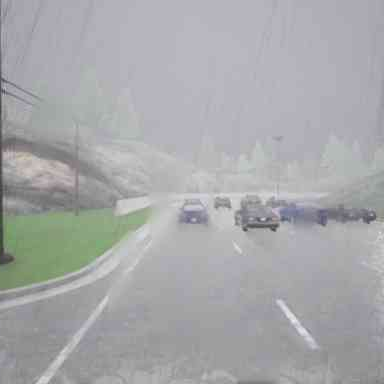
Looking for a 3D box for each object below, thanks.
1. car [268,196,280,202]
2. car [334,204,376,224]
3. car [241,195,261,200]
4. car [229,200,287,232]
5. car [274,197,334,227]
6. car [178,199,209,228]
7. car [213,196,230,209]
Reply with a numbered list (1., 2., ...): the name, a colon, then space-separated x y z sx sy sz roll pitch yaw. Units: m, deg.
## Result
1. car: 10.619 1.272 41.744 1.812 1.442 4.674 0 0 0
2. car: 10.618 1.460 23.124 1.895 1.301 4.718 0 0 0
3. car: 7.130 1.106 40.379 2.097 1.767 4.553 0 0 0
4. car: 3.615 1.429 19.377 2.033 1.411 5.357 0 0 0
5. car: 7.117 1.345 21.740 1.882 1.535 5.008 0 0 0
6. car: 0.103 1.396 21.147 1.812 1.442 4.674 0 0 0
7. car: 3.631 1.244 40.624 2.128 1.511 4.902 0 0 0
